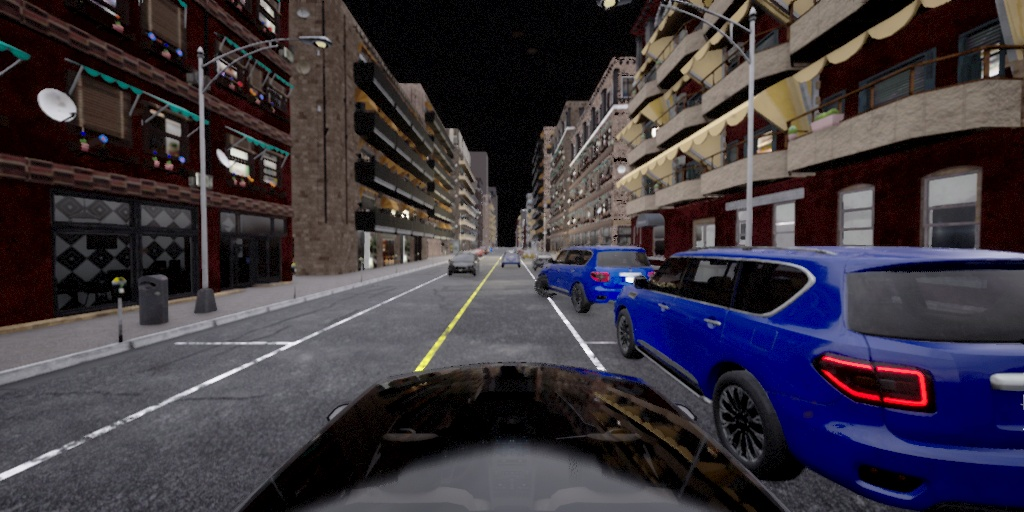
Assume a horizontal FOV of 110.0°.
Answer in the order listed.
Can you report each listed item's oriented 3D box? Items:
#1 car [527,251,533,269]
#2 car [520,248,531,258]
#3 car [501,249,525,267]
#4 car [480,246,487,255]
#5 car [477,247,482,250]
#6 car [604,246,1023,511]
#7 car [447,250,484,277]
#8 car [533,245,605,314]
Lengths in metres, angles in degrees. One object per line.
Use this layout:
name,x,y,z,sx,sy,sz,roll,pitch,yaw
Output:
car,2.530,0.472,29.563,2.007,1.370,4.403,0,0,0
car,2.398,-0.227,52.268,1.751,1.417,4.829,0,0,0
car,-0.098,0.308,34.886,2.033,1.411,5.357,0,2,0
car,-6.047,-0.547,63.321,1.888,1.381,4.507,0,0,0
car,-5.982,-0.204,52.054,2.007,1.370,4.403,0,0,0
car,3.091,0.888,4.757,2.150,2.045,5.566,0,2,0
car,-3.229,0.565,24.796,1.837,1.490,4.892,0,2,0
car,2.652,0.653,12.459,2.150,2.045,5.566,0,2,-13
